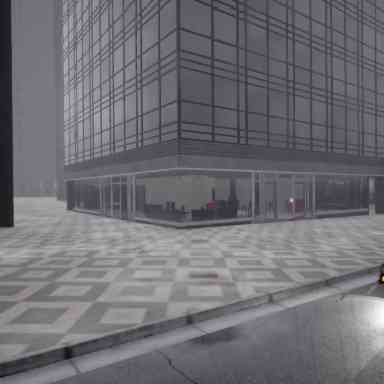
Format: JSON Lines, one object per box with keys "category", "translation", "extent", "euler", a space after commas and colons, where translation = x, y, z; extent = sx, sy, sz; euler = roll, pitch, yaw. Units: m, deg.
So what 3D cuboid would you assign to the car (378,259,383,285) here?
{"category": "car", "translation": [6.198, 1.565, 7.763], "extent": [4.181, 1.385, 1.994], "euler": [0, 0, -35]}
